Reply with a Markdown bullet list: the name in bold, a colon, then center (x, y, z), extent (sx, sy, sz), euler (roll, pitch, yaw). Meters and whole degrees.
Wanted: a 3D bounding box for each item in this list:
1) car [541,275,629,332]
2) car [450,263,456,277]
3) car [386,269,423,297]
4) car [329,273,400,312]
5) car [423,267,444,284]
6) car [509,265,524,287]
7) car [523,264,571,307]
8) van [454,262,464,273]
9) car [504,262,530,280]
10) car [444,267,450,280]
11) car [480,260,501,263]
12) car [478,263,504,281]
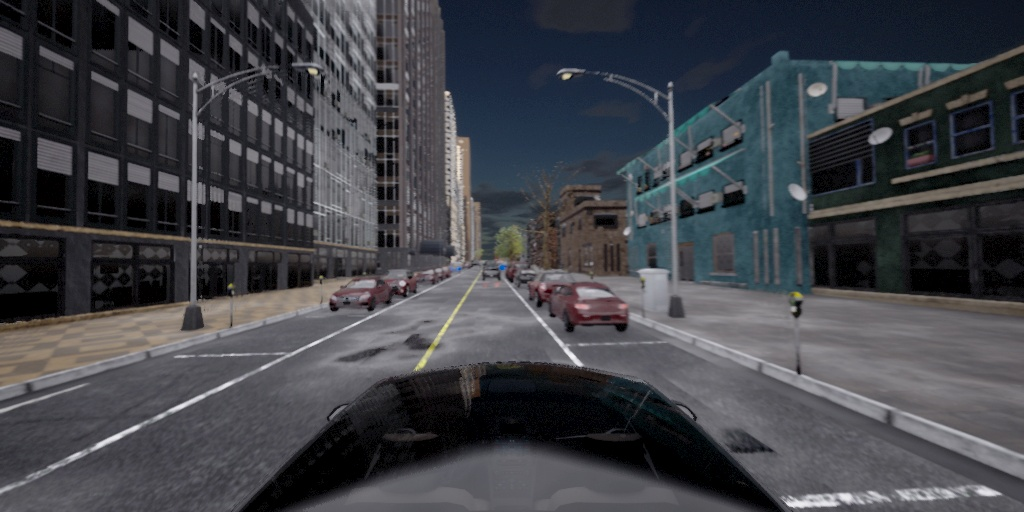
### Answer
- **car**: center (2.194, 1.428, 10.964), extent (1.802, 1.307, 4.207), euler (0, 0, -4)
- **car**: center (-8.344, 1.960, 43.622), extent (1.888, 1.381, 4.507), euler (0, 0, -4)
- **car**: center (-6.893, 1.552, 21.484), extent (1.967, 1.591, 4.097), euler (0, 0, -4)
- **car**: center (-6.530, 1.616, 15.951), extent (1.802, 1.307, 4.207), euler (0, 0, -4)
- **car**: center (-7.619, 1.848, 32.552), extent (1.802, 1.307, 4.207), euler (0, 0, -4)
- **car**: center (1.106, 1.632, 27.568), extent (2.007, 1.370, 4.403), euler (0, 0, -4)
- **car**: center (1.831, 1.365, 16.501), extent (1.967, 1.591, 4.097), euler (0, 0, -4)
- **van**: center (-9.432, 1.970, 60.226), extent (1.690, 1.789, 3.998), euler (0, 0, -4)
- **car**: center (0.744, 1.472, 33.102), extent (2.192, 1.841, 5.009), euler (0, 0, -4)
- **car**: center (-7.981, 1.923, 38.088), extent (1.802, 1.307, 4.207), euler (0, 0, -4)
- **car**: center (-3.054, 1.656, 51.229), extent (2.150, 2.045, 5.566), euler (-1, -1, -4)
- **car**: center (-2.159, 1.746, 37.621), extent (2.128, 1.511, 4.902), euler (-1, -1, -4)
